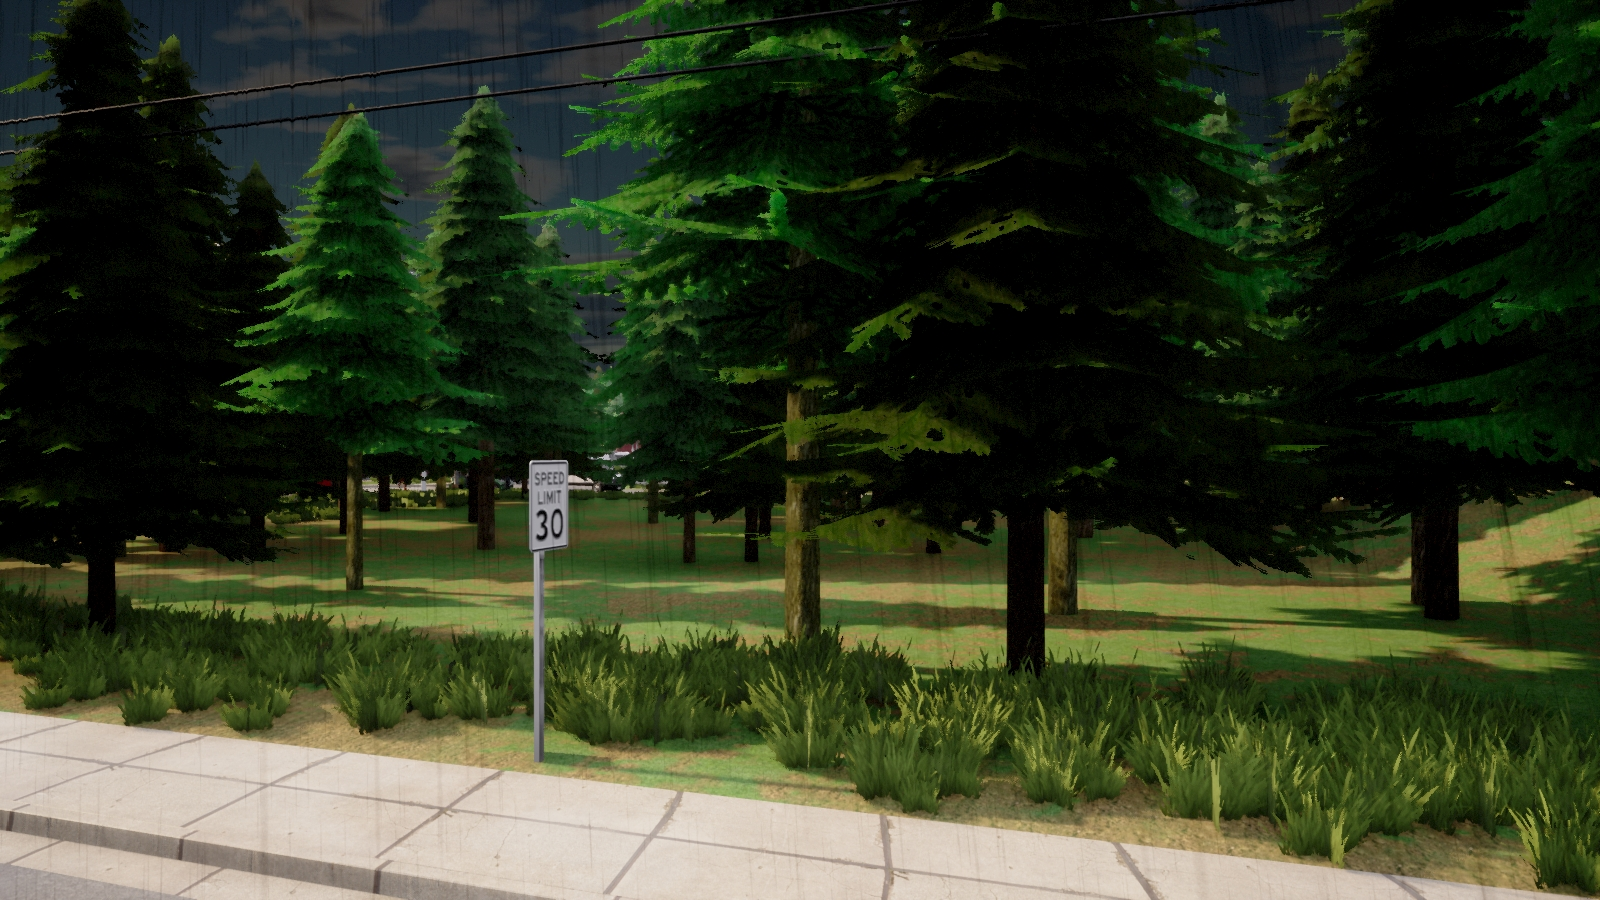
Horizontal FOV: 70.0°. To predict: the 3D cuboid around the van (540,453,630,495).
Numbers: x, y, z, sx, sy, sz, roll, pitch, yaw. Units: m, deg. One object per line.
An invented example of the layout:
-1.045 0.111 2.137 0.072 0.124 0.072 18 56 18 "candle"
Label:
-13.883 1.508 73.669 5.915 2.561 1.988 0 0 33 "van"
